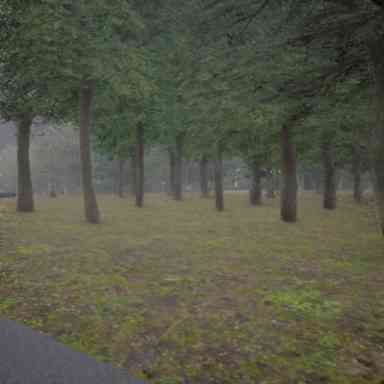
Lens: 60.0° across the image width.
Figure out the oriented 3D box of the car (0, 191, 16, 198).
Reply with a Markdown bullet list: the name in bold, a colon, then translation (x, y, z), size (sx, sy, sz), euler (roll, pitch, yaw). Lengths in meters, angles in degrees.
- **car**: translation (-32.906, 0.518, 57.319), size (1.812, 1.442, 4.674), euler (-3, 0, 34)
